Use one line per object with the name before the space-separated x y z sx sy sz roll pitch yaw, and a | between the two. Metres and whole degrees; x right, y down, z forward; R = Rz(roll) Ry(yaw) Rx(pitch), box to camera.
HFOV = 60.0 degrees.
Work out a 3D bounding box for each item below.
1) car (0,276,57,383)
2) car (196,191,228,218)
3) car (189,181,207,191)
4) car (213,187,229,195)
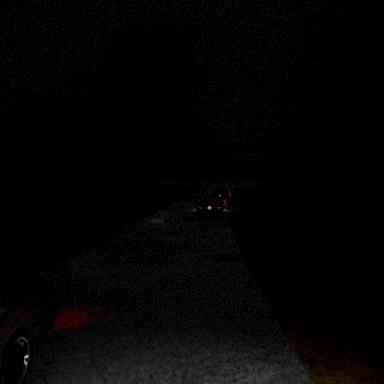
car | -2.789 1.518 2.286 2.033 1.411 5.357 0 0 0
car | 1.343 0.958 23.466 2.033 1.411 5.357 0 3 6
car | 0.824 -0.707 42.535 2.097 1.767 4.553 1 4 8
car | 3.601 -0.017 41.716 1.895 1.301 4.718 1 4 8
